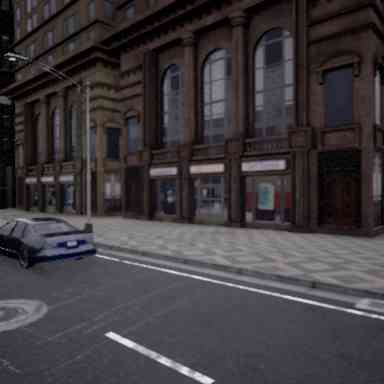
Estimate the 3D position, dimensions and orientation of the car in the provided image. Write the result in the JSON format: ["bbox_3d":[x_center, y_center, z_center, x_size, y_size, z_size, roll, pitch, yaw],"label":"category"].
[{"bbox_3d":[-5.382,1.578,11.387,5.357,1.411,2.033,0,0,42],"label":"car"}]
